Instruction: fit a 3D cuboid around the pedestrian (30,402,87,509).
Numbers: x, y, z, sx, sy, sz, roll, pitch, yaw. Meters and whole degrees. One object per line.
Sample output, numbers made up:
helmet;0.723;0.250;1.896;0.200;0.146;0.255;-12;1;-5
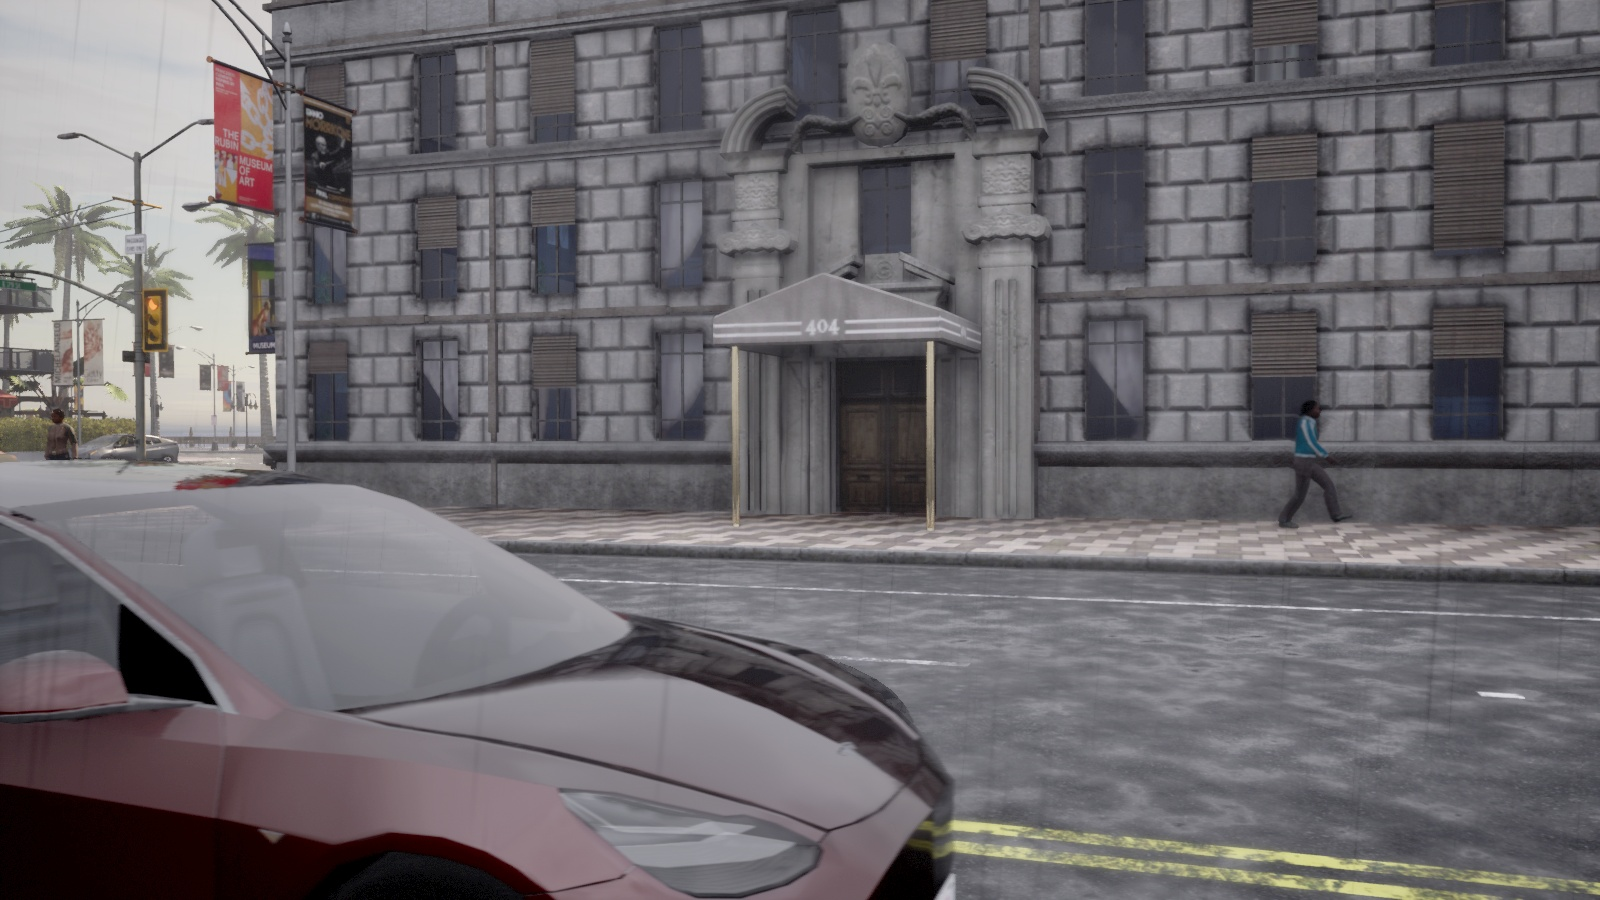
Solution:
pedestrian;-12.728;0.090;21.561;0.328;1.805;0.869;0;1;12

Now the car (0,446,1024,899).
car;-1.887;0.758;3.825;4.792;1.488;2.163;1;1;18

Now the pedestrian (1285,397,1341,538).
pedestrian;7.140;0.230;17.470;0.692;1.930;0.396;1;1;23

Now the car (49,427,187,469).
car;-26.233;-0.102;48.491;2.007;1.525;4.514;1;1;19
